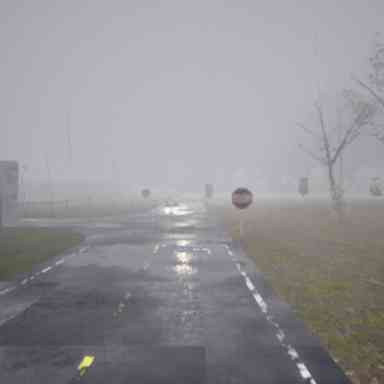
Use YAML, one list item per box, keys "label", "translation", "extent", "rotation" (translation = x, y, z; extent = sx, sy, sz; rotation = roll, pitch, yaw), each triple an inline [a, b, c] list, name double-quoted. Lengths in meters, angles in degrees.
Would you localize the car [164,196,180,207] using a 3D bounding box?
- label: "car"
  translation: [-2.741, 1.264, 45.322]
  extent: [2.128, 1.511, 4.902]
  rotation: [0, 1, 0]
